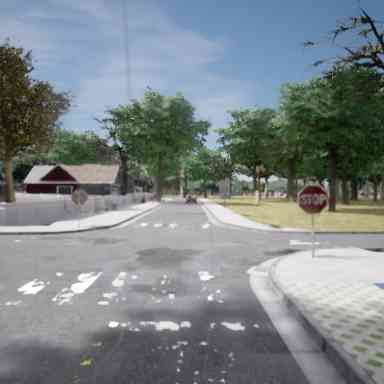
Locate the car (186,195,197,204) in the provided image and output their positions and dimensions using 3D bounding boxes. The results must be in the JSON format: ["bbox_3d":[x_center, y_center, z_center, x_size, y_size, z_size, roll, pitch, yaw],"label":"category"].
[{"bbox_3d":[-0.096,1.299,59.123,1.812,1.442,4.674,0,0,0],"label":"car"}]
